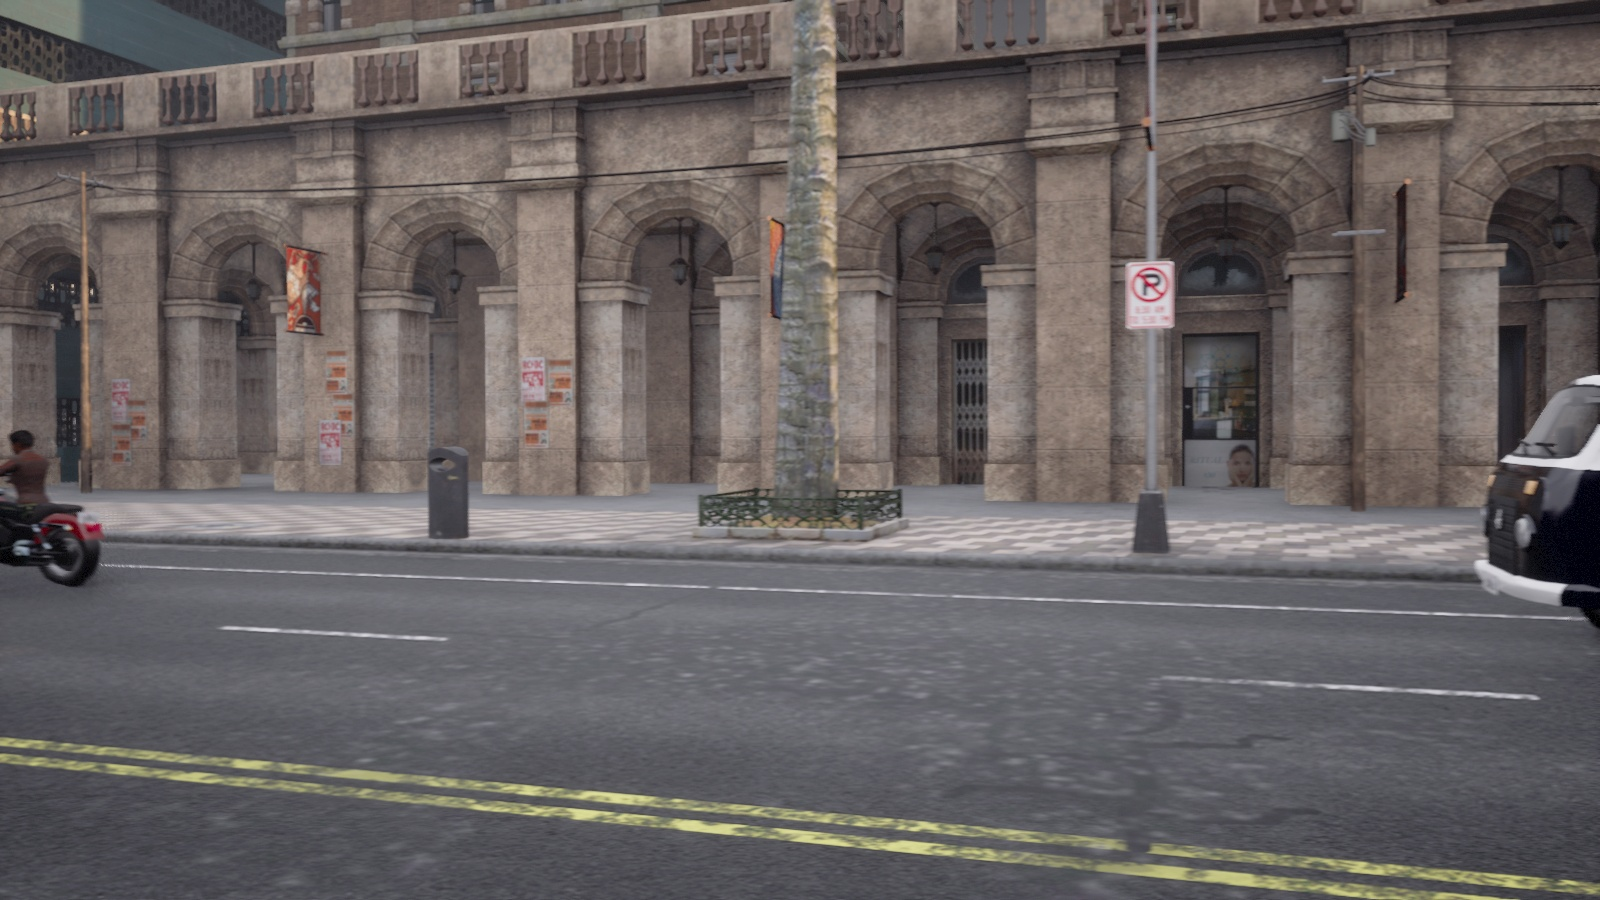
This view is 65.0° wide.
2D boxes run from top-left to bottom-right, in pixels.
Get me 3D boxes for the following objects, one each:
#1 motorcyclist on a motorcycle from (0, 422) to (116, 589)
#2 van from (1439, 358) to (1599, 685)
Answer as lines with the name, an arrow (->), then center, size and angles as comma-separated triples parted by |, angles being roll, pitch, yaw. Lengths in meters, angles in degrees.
motorcyclist on a motorcycle -> -8.392, 0.539, 13.122 | 2.350, 1.649, 0.766 | 0, 1, 17
van -> 6.908, 0.446, 8.306 | 4.480, 2.038, 2.069 | 1, 1, 18
